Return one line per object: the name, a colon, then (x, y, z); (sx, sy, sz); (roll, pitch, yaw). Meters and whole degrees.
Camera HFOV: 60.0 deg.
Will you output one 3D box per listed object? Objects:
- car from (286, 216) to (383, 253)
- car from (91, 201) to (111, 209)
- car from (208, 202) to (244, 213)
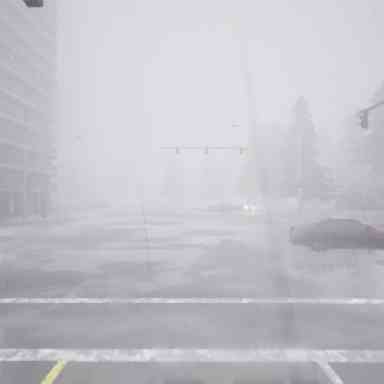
car: (6.349, 1.747, 13.971); (4.674, 1.442, 1.812); (0, 2, 1)
car: (-15.287, 2.191, 55.972); (1.994, 1.385, 4.181); (1, 0, -40)
car: (4.313, 1.982, 42.405); (1.895, 1.301, 4.718); (-3, 0, -43)
